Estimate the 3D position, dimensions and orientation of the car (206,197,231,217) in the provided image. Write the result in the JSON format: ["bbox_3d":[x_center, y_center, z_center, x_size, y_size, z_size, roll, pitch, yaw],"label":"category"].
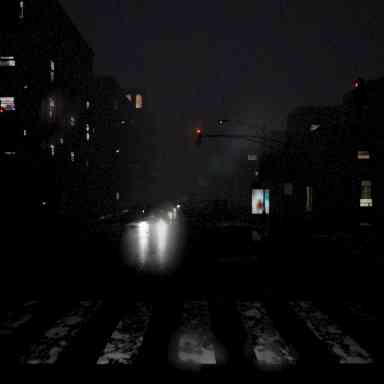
[{"bbox_3d":[2.630,1.446,31.852,1.967,1.590,4.097,0,0,0],"label":"car"}]

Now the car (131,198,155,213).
[{"bbox_3d":[-5.759,1.561,37.523,2.008,1.369,4.403,0,0,0],"label":"car"}]

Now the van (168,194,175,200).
[{"bbox_3d":[-5.858,1.430,94.489,1.690,1.788,3.998,-1,0,0],"label":"van"}]

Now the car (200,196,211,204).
[{"bbox_3d":[2.573,1.591,66.033,2.008,1.369,4.403,-1,0,0],"label":"car"}]

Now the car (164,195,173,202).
[{"bbox_3d":[-5.836,1.592,82.925,1.752,1.417,4.829,-1,0,0],"label":"car"}]

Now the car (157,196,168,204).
[{"bbox_3d":[-5.807,1.565,65.836,1.752,1.417,4.829,0,0,0],"label":"car"}]

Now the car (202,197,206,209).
[{"bbox_3d":[2.612,1.597,43.246,1.802,1.307,4.206,0,0,0],"label":"car"}]

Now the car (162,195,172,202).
[{"bbox_3d":[-5.828,1.497,77.398,1.967,1.590,4.097,0,0,0],"label":"car"}]

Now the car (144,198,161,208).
[{"bbox_3d":[-5.778,1.571,48.916,2.008,1.369,4.403,0,0,0],"label":"car"}]

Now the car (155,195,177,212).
[{"bbox_3d":[-3.164,1.489,39.393,1.882,1.535,5.008,0,0,0],"label":"car"}]

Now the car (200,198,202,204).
[{"bbox_3d":[2.602,1.571,48.943,2.008,1.369,4.403,0,0,0],"label":"car"}]

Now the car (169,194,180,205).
[{"bbox_3d":[-3.176,1.524,48.857,1.837,1.490,4.892,0,0,0],"label":"car"}]

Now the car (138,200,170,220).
[{"bbox_3d":[-3.107,1.604,27.920,1.895,1.301,4.718,0,0,-2],"label":"car"}]

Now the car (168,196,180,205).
[{"bbox_3d":[-3.150,1.510,59.814,1.882,1.535,5.008,0,0,1],"label":"car"}]

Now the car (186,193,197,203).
[{"bbox_3d":[-0.029,1.269,70.661,2.150,2.045,5.566,0,0,0],"label":"car"}]
